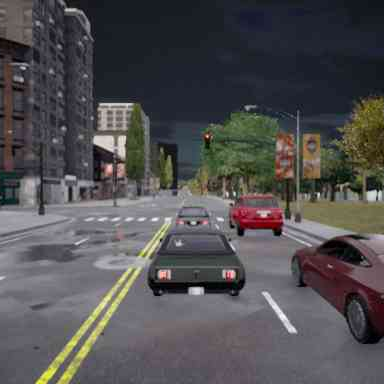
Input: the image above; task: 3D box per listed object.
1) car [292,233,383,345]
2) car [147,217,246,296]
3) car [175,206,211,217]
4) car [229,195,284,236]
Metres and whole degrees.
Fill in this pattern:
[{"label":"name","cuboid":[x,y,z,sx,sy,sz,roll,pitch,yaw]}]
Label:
[{"label":"car","cuboid":[3.338,1.503,6.210,1.812,1.442,4.674,0,0,0]},{"label":"car","cuboid":[0.081,1.570,8.486,1.895,1.301,4.718,0,0,0]},{"label":"car","cuboid":[0.059,1.482,18.079,2.033,1.411,5.357,0,0,0]},{"label":"car","cuboid":[3.309,1.157,18.039,2.150,2.045,5.566,0,0,0]}]
